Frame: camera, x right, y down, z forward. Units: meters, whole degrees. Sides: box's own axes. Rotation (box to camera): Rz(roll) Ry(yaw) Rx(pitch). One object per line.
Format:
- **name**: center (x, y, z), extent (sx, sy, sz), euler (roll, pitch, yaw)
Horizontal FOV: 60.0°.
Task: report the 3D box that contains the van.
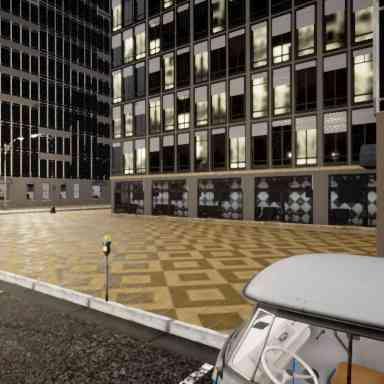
- **van**: center (1.918, 1.341, 1.510), extent (3.998, 1.788, 1.690), euler (0, 0, 35)
